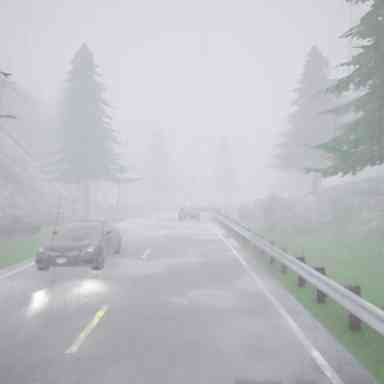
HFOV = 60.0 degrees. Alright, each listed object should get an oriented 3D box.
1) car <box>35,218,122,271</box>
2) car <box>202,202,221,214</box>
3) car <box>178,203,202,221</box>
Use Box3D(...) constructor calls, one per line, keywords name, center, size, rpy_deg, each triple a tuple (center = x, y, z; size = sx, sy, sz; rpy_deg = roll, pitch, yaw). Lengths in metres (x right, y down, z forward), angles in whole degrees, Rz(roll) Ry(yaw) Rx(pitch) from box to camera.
Box3D(name="car", center=(-3.630, 1.652, 11.496), size=(1.812, 1.442, 4.674), rpy_deg=(0, -1, -1))
Box3D(name="car", center=(2.027, 1.981, 41.600), size=(1.812, 1.442, 4.674), rpy_deg=(0, -1, 28))
Box3D(name="car", center=(-0.245, 1.937, 30.642), size=(1.895, 1.301, 4.718), rpy_deg=(0, -1, 1))
